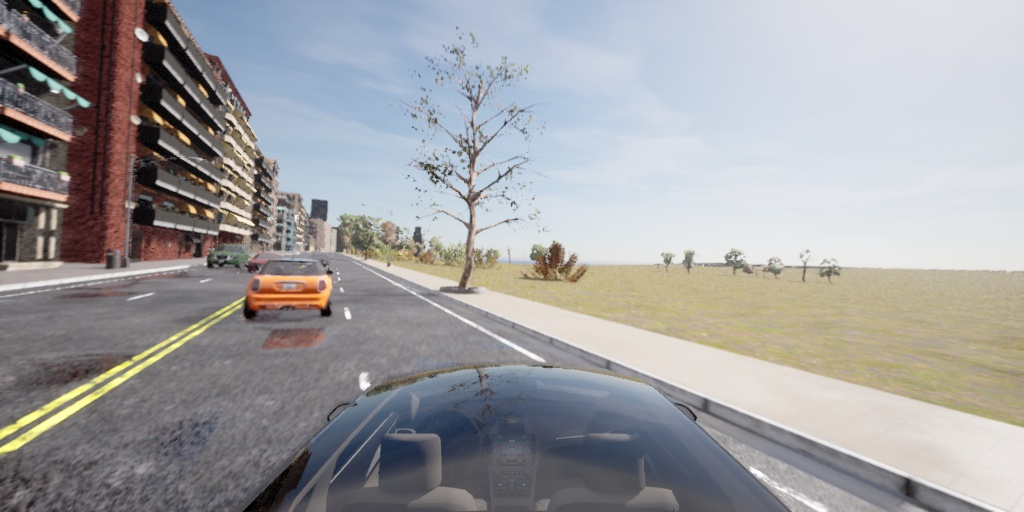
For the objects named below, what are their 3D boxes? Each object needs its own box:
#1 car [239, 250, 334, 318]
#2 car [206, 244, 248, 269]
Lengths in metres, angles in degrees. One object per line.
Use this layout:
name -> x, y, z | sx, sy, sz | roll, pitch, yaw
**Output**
car -> -7.028, 0.827, 11.706 | 2.097, 1.767, 4.553 | 3, -1, -27
car -> -23.942, 0.006, 30.530 | 2.150, 2.045, 5.566 | 3, 0, -27
